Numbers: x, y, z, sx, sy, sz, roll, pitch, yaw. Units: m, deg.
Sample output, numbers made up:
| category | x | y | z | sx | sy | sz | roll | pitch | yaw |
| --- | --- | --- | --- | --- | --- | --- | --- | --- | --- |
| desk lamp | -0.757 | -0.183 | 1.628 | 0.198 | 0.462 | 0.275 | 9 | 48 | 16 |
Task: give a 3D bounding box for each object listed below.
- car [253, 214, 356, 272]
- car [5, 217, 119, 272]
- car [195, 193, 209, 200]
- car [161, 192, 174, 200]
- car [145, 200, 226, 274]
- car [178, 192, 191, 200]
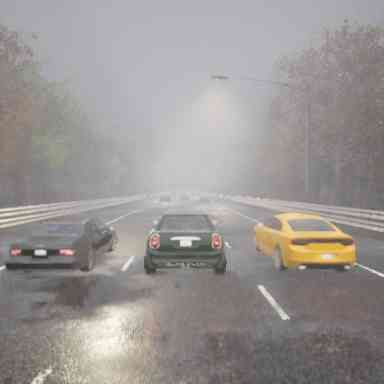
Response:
| category | x | y | z | sx | sy | sz | roll | pitch | yaw |
| --- | --- | --- | --- | --- | --- | --- | --- | --- | --- |
| car | 3.287 | 1.437 | 10.714 | 1.882 | 1.535 | 5.008 | 0 | 0 | -1 |
| car | -3.711 | 1.493 | 10.527 | 2.033 | 1.411 | 5.357 | 0 | 0 | -1 |
| car | 2.129 | 1.262 | 59.743 | 2.033 | 1.411 | 5.357 | 0 | 0 | -1 |
| car | -4.973 | 1.155 | 63.819 | 1.882 | 1.535 | 5.008 | 0 | 0 | -1 |
| car | -0.208 | 1.305 | 10.515 | 2.097 | 1.767 | 4.553 | 0 | 0 | -1 |
| car | -1.704 | 1.182 | 73.663 | 1.994 | 1.385 | 4.181 | 0 | 0 | -1 |
